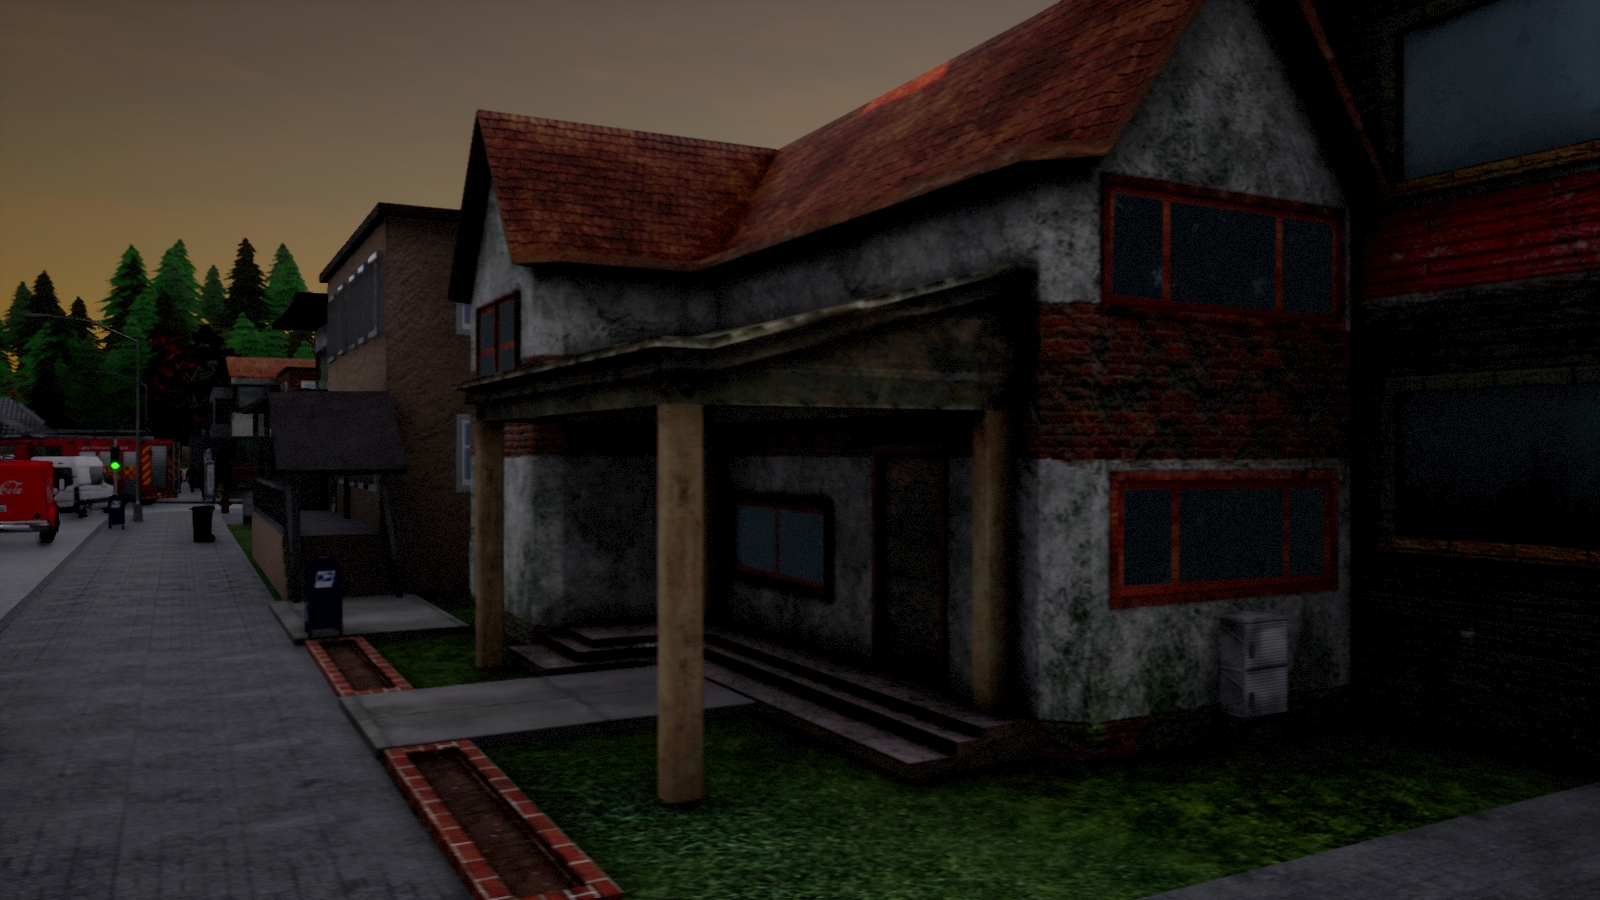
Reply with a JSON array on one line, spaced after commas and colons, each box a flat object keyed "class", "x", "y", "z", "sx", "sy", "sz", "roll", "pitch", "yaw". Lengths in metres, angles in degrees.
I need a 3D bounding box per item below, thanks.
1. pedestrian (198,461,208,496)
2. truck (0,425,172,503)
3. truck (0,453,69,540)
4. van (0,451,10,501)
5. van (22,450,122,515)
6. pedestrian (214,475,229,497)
[{"class": "pedestrian", "x": -32.109, "y": 1.521, "z": 61.438, "sx": 0.375, "sy": 1.860, "sz": 0.375, "roll": 0, "pitch": 0, "yaw": 35}, {"class": "truck", "x": -36.450, "y": 0.675, "z": 57.404, "sx": 8.468, "sy": 3.827, "sz": 2.891, "roll": 0, "pitch": 0, "yaw": 7}, {"class": "truck", "x": -24.391, "y": 1.355, "z": 35.337, "sx": 2.627, "sy": 2.467, "sz": 5.204, "roll": 0, "pitch": 0, "yaw": -28}, {"class": "van", "x": -41.732, "y": 1.326, "z": 57.642, "sx": 1.988, "sy": 2.561, "sz": 5.915, "roll": 0, "pitch": -1, "yaw": -23}, {"class": "van", "x": -31.051, "y": 1.319, "z": 48.938, "sx": 1.988, "sy": 2.561, "sz": 5.915, "roll": -1, "pitch": 0, "yaw": -16}, {"class": "pedestrian", "x": -30.652, "y": 1.902, "z": 60.509, "sx": 0.500, "sy": 1.100, "sz": 0.500, "roll": 0, "pitch": 0, "yaw": 23}]
